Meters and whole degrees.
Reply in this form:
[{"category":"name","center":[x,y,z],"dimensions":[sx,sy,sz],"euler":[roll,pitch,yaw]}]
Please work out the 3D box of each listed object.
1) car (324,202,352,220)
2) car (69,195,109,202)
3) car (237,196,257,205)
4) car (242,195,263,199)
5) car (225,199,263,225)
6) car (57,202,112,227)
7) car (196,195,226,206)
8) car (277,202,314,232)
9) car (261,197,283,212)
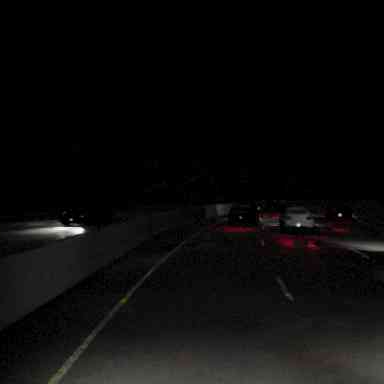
[{"category":"car","center":[12.790,1.603,29.136],"dimensions":[1.837,1.490,4.892],"euler":[0,0,20]},{"category":"car","center":[-9.435,1.317,29.589],"dimensions":[2.150,2.045,5.566],"euler":[0,0,17]},{"category":"car","center":[11.284,1.672,67.595],"dimensions":[2.097,1.767,4.553],"euler":[0,-1,38]},{"category":"car","center":[11.448,1.501,62.198],"dimensions":[2.150,2.045,5.566],"euler":[0,-1,38]},{"category":"car","center":[3.952,1.563,24.742],"dimensions":[1.882,1.535,5.008],"euler":[0,0,16]},{"category":"car","center":[-7.404,1.635,23.672],"dimensions":[1.994,1.385,4.181],"euler":[0,0,15]},{"category":"car","center":[2.430,1.374,41.034],"dimensions":[2.150,2.045,5.566],"euler":[0,0,25]},{"category":"car","center":[6.435,1.599,20.624],"dimensions":[1.812,1.442,4.674],"euler":[0,0,14]},{"category":"car","center":[10.346,1.635,40.729],"dimensions":[2.128,1.511,4.902],"euler":[0,0,27]}]
